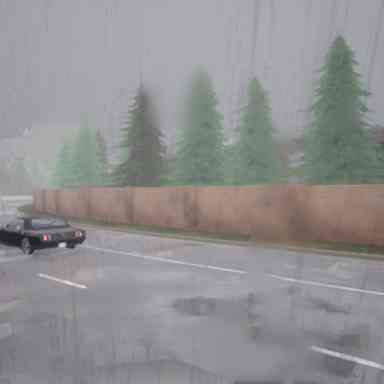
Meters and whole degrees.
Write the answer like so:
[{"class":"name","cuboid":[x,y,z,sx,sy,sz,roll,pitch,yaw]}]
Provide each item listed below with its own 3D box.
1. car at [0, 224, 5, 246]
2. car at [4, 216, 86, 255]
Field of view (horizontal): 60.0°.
[{"class":"car","cuboid":[-7.568,1.602,9.788,4.718,1.301,1.895,0,0,39]},{"class":"car","cuboid":[-6.322,1.602,13.310,4.718,1.301,1.895,0,0,40]}]
